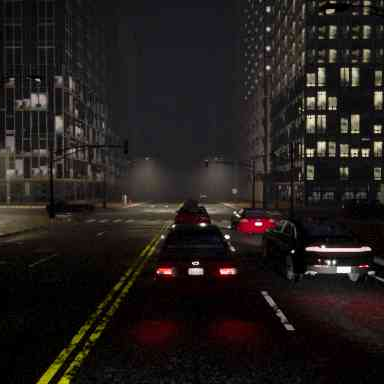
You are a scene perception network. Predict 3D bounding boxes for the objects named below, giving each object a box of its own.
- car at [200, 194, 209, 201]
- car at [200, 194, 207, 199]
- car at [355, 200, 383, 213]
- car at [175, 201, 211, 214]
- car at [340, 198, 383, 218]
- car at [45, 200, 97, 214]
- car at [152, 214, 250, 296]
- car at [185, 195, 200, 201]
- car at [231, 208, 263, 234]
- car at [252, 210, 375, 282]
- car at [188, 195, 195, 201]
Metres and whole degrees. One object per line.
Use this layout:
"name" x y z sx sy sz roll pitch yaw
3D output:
"car" 3.057 1.513 81.449 1.895 1.301 4.718 0 0 0
"car" 3.033 1.266 91.421 1.812 1.442 4.674 0 0 0
"car" 21.719 1.642 38.545 4.829 1.417 1.752 1 0 1
"car" 0.061 1.468 18.599 1.882 1.535 5.008 0 0 1
"car" 16.130 1.519 30.245 5.009 1.841 2.192 1 0 1
"car" -12.084 1.505 33.619 4.718 1.301 1.895 0 1 -6
"car" 0.081 1.544 8.779 2.033 1.411 5.357 0 0 0
"car" -0.101 1.529 50.406 1.994 1.385 4.181 0 0 1
"car" 3.306 1.554 18.494 1.994 1.385 4.181 0 0 0
"car" 3.326 1.487 9.694 2.128 1.511 4.902 0 0 0
"car" -0.203 1.442 85.995 1.812 1.442 4.674 0 0 0
